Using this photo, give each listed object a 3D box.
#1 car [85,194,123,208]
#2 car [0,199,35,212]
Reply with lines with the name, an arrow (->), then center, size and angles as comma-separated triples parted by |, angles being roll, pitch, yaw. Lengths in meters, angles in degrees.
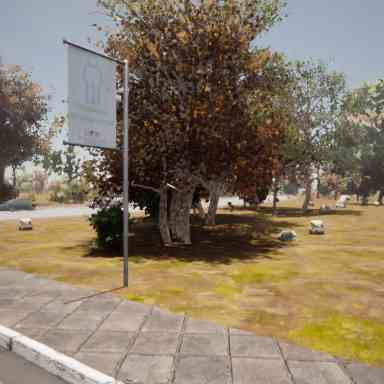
car -> -11.612, 1.192, 44.985 | 2.150, 2.045, 5.566 | 0, 0, 38
car -> -20.717, 1.560, 39.109 | 1.994, 1.385, 4.181 | 0, 0, 38
